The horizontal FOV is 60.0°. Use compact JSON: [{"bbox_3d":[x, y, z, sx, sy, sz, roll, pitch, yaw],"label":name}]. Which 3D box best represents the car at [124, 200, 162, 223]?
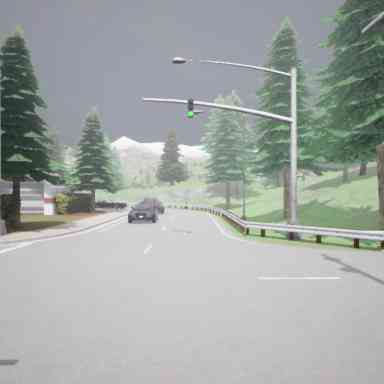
[{"bbox_3d":[-3.647,1.564,25.443,1.994,1.385,4.181,0,0,-1],"label":"car"}]

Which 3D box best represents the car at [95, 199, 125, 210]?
[{"bbox_3d":[-10.823,1.608,43.068,4.718,1.301,1.895,0,0,15],"label":"car"}]

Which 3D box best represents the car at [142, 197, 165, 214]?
[{"bbox_3d":[-4.352,1.352,35.244,2.097,1.767,4.553,0,0,-18],"label":"car"}]
